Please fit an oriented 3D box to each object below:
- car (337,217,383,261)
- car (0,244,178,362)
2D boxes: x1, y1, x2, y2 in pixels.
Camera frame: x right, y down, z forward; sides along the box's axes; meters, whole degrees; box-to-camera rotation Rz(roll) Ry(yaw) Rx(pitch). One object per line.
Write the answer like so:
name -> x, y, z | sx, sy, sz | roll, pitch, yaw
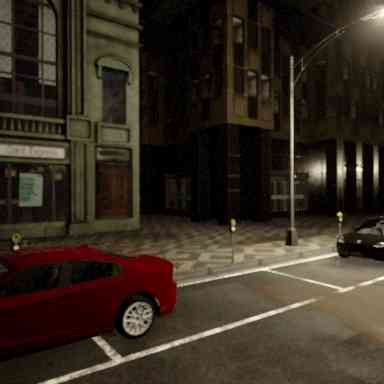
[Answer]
car -> 6.828, 1.549, 11.523 | 4.313, 1.339, 1.947 | 0, 0, -36
car -> -2.349, 1.544, 4.976 | 4.507, 1.381, 1.887 | 0, 0, -36
